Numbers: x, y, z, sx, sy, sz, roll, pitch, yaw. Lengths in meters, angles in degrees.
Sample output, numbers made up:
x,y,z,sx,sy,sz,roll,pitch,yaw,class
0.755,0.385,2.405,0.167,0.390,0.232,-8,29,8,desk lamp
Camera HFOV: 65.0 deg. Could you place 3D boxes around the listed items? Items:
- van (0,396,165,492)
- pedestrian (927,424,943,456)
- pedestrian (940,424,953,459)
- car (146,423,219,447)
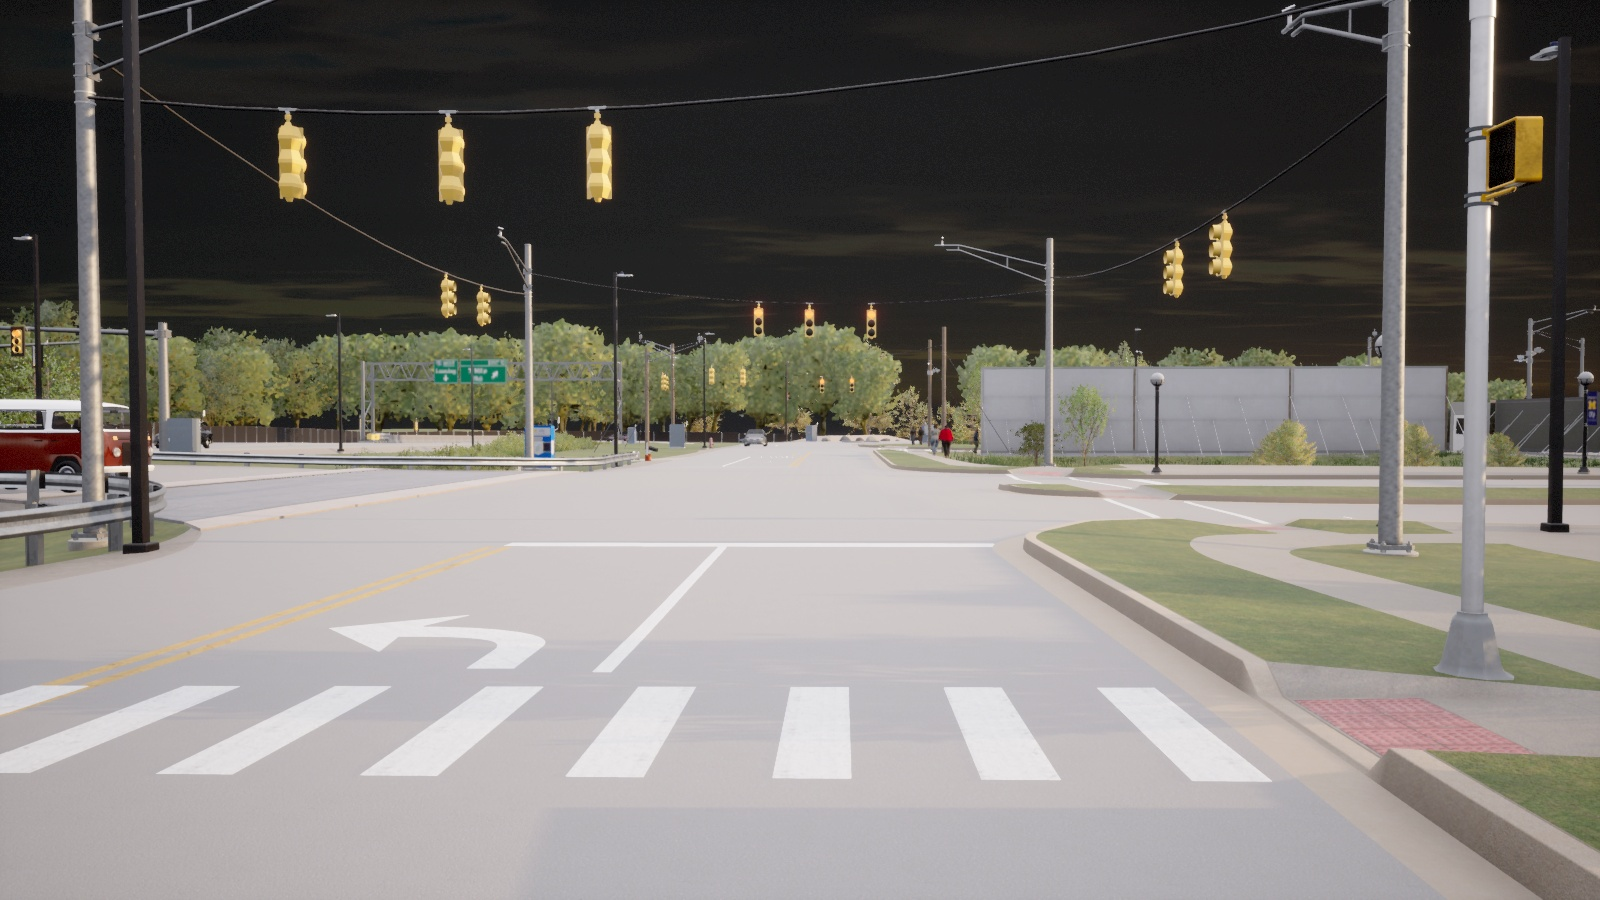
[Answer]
x,y,z,sx,sy,sz,roll,pitch,yaw,class
-16.840,-0.136,27.854,4.480,2.038,2.069,0,1,5,van
7.838,-0.575,73.078,0.874,1.855,0.900,0,2,1,pedestrian
7.876,-0.479,67.482,0.634,1.844,0.899,0,2,2,pedestrian
-39.441,-0.940,80.375,2.128,1.511,4.902,0,1,2,car
